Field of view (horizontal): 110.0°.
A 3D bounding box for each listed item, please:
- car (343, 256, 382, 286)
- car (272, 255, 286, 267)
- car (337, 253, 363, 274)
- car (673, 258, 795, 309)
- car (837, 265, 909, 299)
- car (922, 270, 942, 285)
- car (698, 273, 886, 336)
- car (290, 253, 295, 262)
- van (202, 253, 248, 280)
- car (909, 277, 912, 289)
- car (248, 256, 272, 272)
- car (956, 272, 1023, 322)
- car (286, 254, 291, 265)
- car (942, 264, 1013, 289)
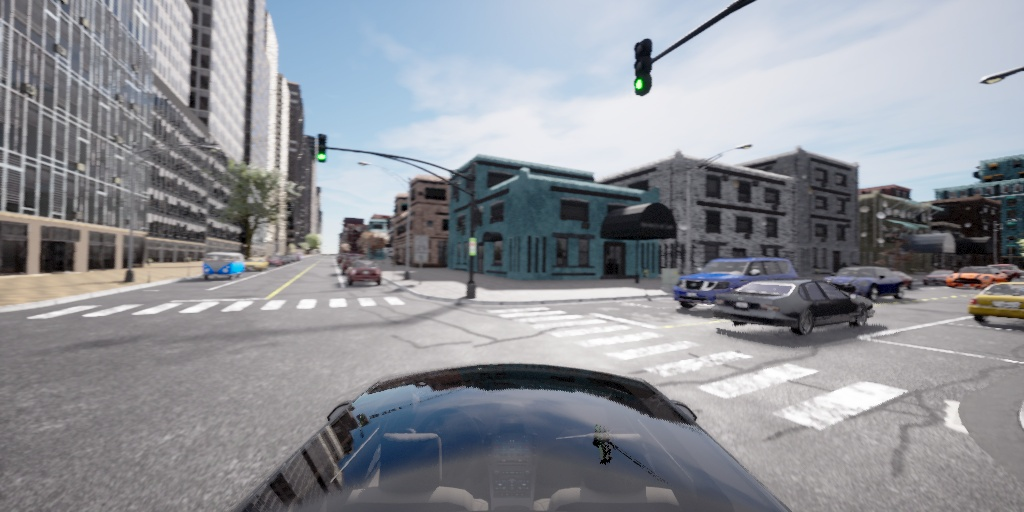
[{"bbox_3d":[-9.635,0.997,23.176,1.967,1.591,4.097,0,0,-27],"label":"car"},{"bbox_3d":[-29.843,0.689,44.725,1.802,1.307,4.207,0,0,-27],"label":"car"},{"bbox_3d":[-14.731,0.766,33.315,2.192,1.841,5.009,0,0,-27],"label":"car"},{"bbox_3d":[8.986,1.079,14.236,5.566,2.045,2.150,1,-1,-27],"label":"car"},{"bbox_3d":[18.211,1.341,18.756,4.553,1.767,2.097,1,-1,-26],"label":"car"},{"bbox_3d":[37.408,1.886,31.057,4.207,1.307,1.802,0,0,-26],"label":"car"},{"bbox_3d":[8.184,1.346,10.385,5.357,1.411,2.033,1,-1,-26],"label":"car"},{"bbox_3d":[-34.939,0.566,54.864,1.948,1.339,4.313,0,0,-27],"label":"car"},{"bbox_3d":[-19.652,0.660,24.447,1.690,1.789,3.998,0,0,-27],"label":"van"},{"bbox_3d":[27.474,1.743,26.181,4.207,1.307,1.802,0,0,-26],"label":"car"},{"bbox_3d":[-24.671,0.738,34.434,1.751,1.417,4.829,0,0,-27],"label":"car"},{"bbox_3d":[16.418,1.401,11.421,4.829,1.417,1.751,0,0,-26],"label":"car"},{"bbox_3d":[-32.391,0.619,49.794,1.948,1.339,4.313,0,0,-27],"label":"car"},{"bbox_3d":[34.938,1.580,26.912,4.553,1.767,2.097,1,-1,-26],"label":"car"}]
